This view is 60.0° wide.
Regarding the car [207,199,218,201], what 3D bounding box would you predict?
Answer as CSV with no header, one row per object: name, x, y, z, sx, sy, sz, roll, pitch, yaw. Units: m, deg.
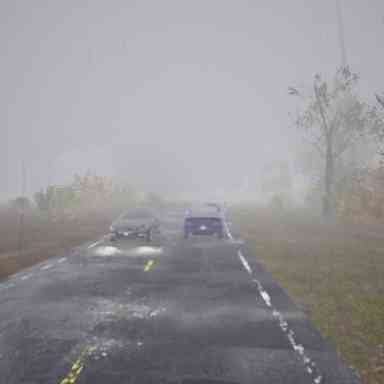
car,2.340,1.553,38.672,1.812,1.442,4.674,0,0,6

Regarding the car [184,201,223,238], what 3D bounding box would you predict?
car,0.631,1.491,17.727,1.882,1.535,5.008,0,0,3

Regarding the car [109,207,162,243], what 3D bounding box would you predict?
car,-2.636,1.513,16.381,1.837,1.490,4.892,0,0,3
